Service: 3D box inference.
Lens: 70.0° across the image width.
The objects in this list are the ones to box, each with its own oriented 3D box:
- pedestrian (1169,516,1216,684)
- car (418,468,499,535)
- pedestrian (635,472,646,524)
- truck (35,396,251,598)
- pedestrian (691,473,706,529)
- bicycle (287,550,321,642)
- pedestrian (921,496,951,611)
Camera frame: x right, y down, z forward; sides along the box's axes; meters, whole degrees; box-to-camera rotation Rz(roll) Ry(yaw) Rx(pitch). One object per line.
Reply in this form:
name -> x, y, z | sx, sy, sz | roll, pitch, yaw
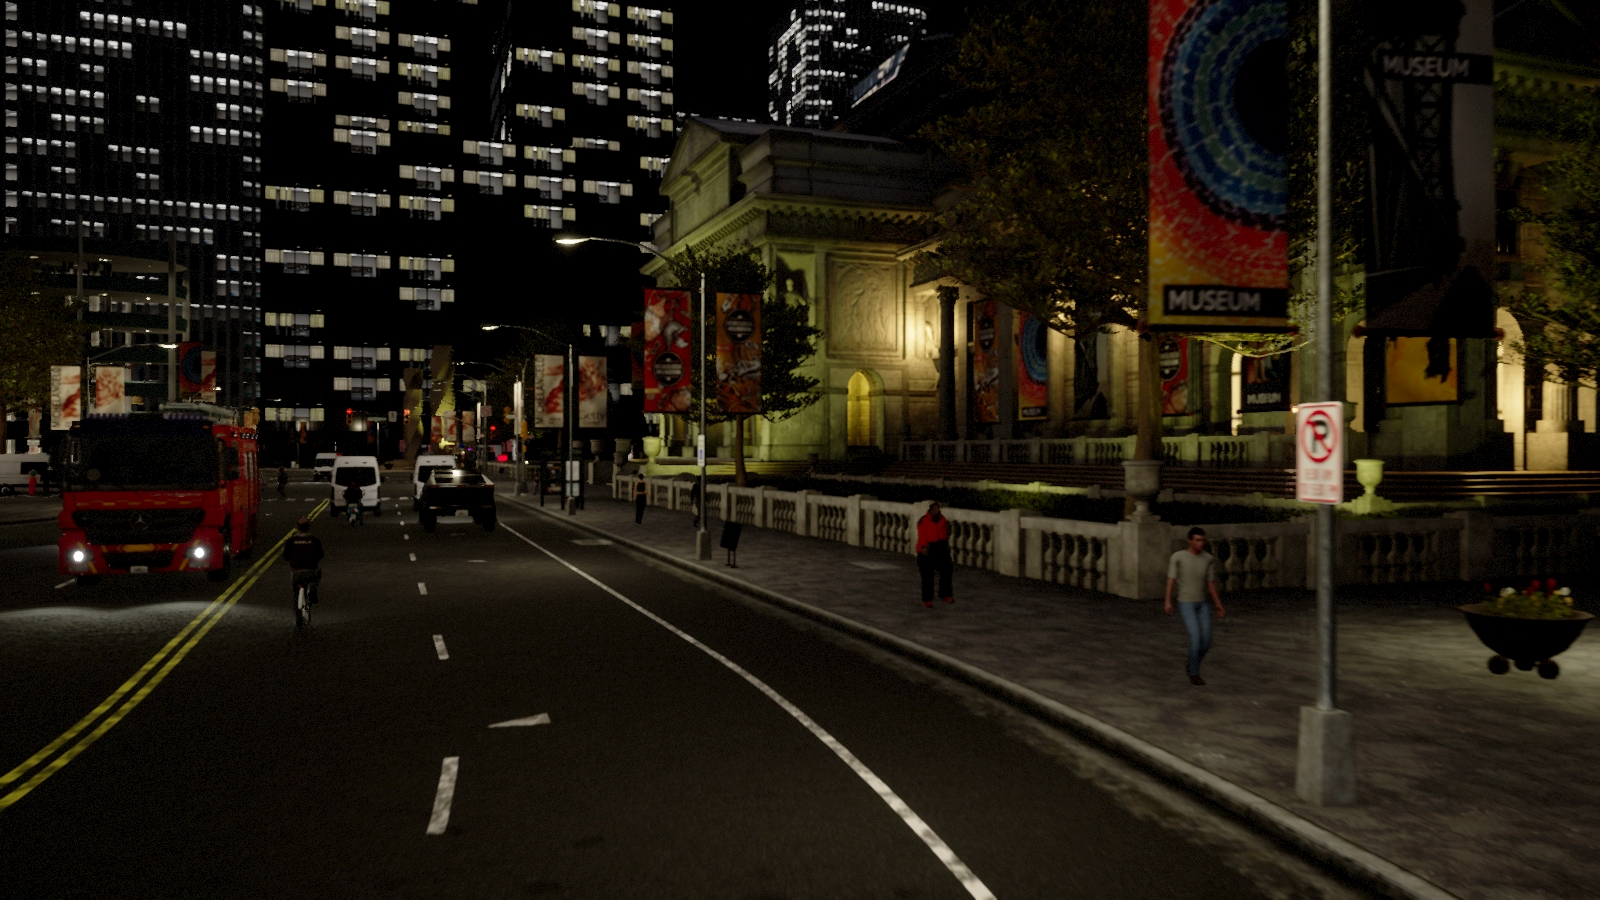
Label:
pedestrian -> 4.478, 1.695, 13.039 | 0.375, 1.860, 0.375 | 0, 0, -8
car -> -12.353, 1.756, 41.023 | 2.390, 2.098, 6.274 | 0, 0, -20
pedestrian -> -5.680, 1.699, 40.576 | 0.375, 1.860, 0.375 | 0, 0, -10
truck -> -14.589, 0.893, 26.091 | 2.891, 3.827, 8.468 | 0, 0, -20
pedestrian -> -3.419, 1.697, 38.487 | 0.375, 1.860, 0.375 | 0, 0, -30
bicycle -> -7.619, 2.211, 17.569 | 0.329, 1.171, 1.835 | 0, 0, -19
pedestrian -> 2.243, 1.696, 18.893 | 0.375, 1.860, 0.375 | 0, 0, -17
